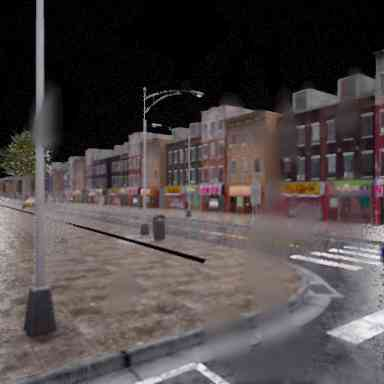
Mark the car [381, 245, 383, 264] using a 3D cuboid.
[{"bbox_3d":[7.343,1.575,7.981,1.882,1.535,5.008,0,0,-35],"label":"car"}]

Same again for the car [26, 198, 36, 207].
[{"bbox_3d":[-27.085,1.773,56.856,1.882,1.535,5.008,0,0,-35],"label":"car"}]
